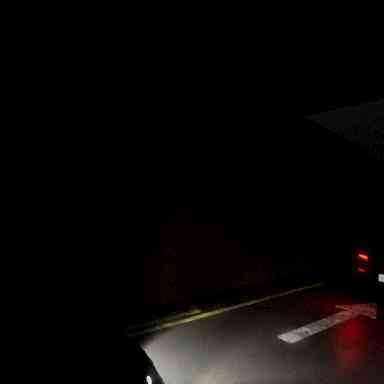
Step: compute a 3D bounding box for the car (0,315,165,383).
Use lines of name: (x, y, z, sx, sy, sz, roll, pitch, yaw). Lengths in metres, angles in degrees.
car: (-2.225, 1.564, 2.255, 4.181, 1.385, 1.994, 0, 0, -35)

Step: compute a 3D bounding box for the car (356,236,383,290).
car: (5.662, 1.526, 7.807, 4.674, 1.442, 1.812, 0, 0, -35)
